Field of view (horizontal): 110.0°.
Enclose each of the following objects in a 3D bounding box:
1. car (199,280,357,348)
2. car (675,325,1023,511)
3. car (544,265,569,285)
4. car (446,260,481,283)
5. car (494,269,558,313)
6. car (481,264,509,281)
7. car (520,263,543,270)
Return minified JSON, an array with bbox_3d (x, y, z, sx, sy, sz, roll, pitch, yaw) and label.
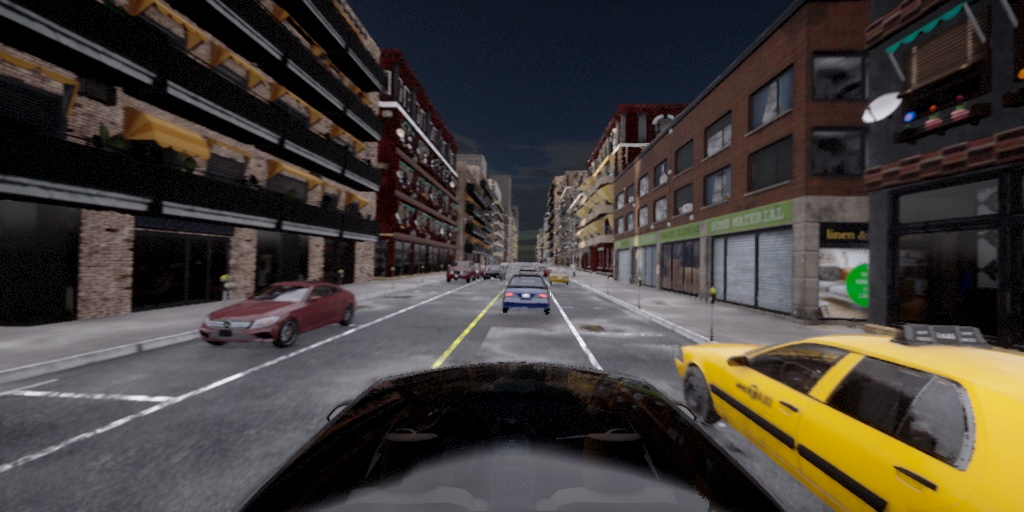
[{"bbox_3d":[-5.484,1.293,9.063,1.802,1.307,4.207,0,0,3],"label":"car"},{"bbox_3d":[3.085,1.292,2.877,1.801,1.575,5.366,1,-1,3],"label":"car"},{"bbox_3d":[3.983,1.718,31.338,1.751,1.417,4.829,0,0,3],"label":"car"},{"bbox_3d":[-4.393,1.319,31.580,2.192,1.841,5.009,0,0,3],"label":"car"},{"bbox_3d":[0.618,1.471,15.043,2.033,1.411,5.357,1,-1,3],"label":"car"},{"bbox_3d":[-1.635,1.699,34.136,1.895,1.301,4.718,1,-1,3],"label":"car"},{"bbox_3d":[1.499,1.651,33.188,2.128,1.511,4.902,1,-1,3],"label":"car"}]
